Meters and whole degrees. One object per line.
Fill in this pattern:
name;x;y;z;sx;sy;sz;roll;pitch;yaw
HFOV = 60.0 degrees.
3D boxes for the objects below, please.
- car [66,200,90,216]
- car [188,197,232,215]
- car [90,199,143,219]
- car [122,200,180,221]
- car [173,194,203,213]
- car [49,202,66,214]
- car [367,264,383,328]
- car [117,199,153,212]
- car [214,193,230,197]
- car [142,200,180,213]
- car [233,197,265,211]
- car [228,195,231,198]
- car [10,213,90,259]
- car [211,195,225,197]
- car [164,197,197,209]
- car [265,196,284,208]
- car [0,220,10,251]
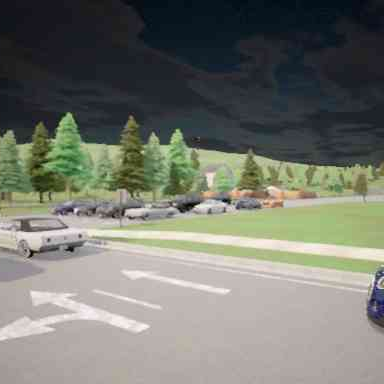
car;-9.049;1.536;31.961;2.128;1.511;4.902;0;0;36
car;2.000;1.559;35.199;1.812;1.442;4.674;0;0;36
car;-6.366;1.391;29.700;2.097;1.767;4.553;0;0;36
car;-3.390;1.634;27.837;1.895;1.301;4.718;0;0;36
car;-0.714;1.261;37.428;2.150;2.045;5.566;0;0;36
car;-12.066;1.576;33.765;1.812;1.442;4.674;0;0;36
car;5.049;1.349;4.689;4.553;1.767;2.097;0;0;36
car;-6.901;1.615;40.822;1.994;1.385;4.181;0;0;36
car;4.739;1.273;56.629;2.150;2.045;5.566;0;0;37
car;-3.575;1.646;39.441;1.895;1.301;4.718;0;0;36
car;7.171;1.597;42.253;1.994;1.385;4.181;0;0;37
car;8.585;1.536;55.973;2.128;1.511;4.902;0;0;37
car;-6.224;1.622;12.728;4.718;1.301;1.895;0;0;35
car;2.127;1.593;47.220;2.033;1.411;5.357;0;0;36
car;-1.634;1.543;48.004;2.128;1.511;4.902;0;0;36
car;11.611;1.386;48.310;2.097;1.767;4.553;0;0;36
car;-7.303;1.496;9.135;5.008;1.535;1.882;0;0;35
